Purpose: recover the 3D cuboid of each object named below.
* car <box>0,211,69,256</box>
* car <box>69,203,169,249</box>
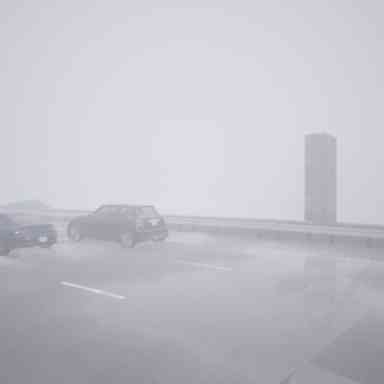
[{"bbox_3d":[-7.067,1.432,12.580,4.674,1.442,1.812,0,0,31],"label":"car"},{"bbox_3d":[-3.289,1.263,14.358,4.553,1.767,2.097,0,0,32],"label":"car"}]
